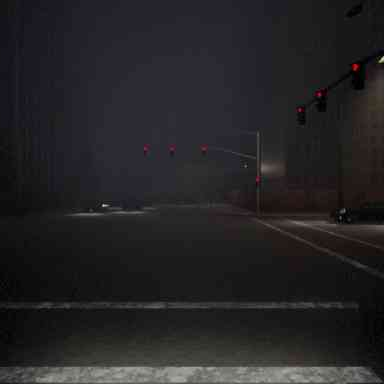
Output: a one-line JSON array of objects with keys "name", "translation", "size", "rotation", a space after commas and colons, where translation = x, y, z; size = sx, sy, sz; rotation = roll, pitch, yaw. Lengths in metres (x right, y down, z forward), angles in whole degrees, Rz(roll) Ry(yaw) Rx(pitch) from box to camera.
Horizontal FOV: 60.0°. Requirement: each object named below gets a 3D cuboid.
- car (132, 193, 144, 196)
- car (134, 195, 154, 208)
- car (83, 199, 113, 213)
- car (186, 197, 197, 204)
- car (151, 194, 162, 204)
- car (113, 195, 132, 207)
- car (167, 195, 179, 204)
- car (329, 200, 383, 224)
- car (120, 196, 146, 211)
[{"name": "car", "translation": [-10.628, 1.134, 65.104], "size": [2.150, 2.045, 5.566], "rotation": [0, 0, 0]}, {"name": "car", "translation": [-7.188, 1.526, 49.695], "size": [1.812, 1.442, 4.674], "rotation": [0, 0, 0]}, {"name": "car", "translation": [-10.709, 1.547, 37.586], "size": [2.033, 1.411, 5.357], "rotation": [0, 0, -3]}, {"name": "car", "translation": [-0.127, 1.564, 64.979], "size": [1.994, 1.385, 4.181], "rotation": [0, 0, 0]}, {"name": "car", "translation": [-7.128, 1.327, 65.111], "size": [2.150, 2.045, 5.566], "rotation": [0, 0, 0]}, {"name": "car", "translation": [-10.692, 1.547, 49.151], "size": [2.033, 1.411, 5.357], "rotation": [0, 0, 0]}, {"name": "car", "translation": [-3.627, 1.352, 64.942], "size": [2.097, 1.767, 4.553], "rotation": [0, 0, 0]}, {"name": "car", "translation": [12.366, 1.352, 23.919], "size": [4.553, 1.767, 2.097], "rotation": [0, 0, 0]}, {"name": "car", "translation": [-7.158, 1.526, 40.579], "size": [1.812, 1.442, 4.674], "rotation": [0, 0, -1]}]
